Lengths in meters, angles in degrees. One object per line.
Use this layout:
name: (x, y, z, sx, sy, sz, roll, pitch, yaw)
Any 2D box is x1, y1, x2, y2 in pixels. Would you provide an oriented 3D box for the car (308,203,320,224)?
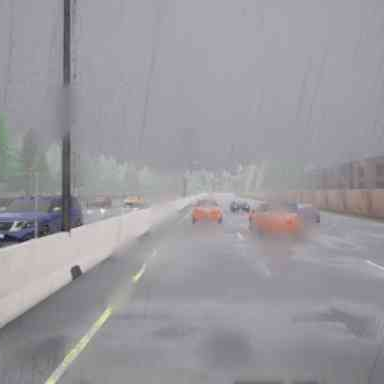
car: (8.161, 1.523, 25.067, 1.812, 1.442, 4.674, 0, 0, 2)

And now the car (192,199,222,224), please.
car: (1.136, 1.319, 24.617, 2.097, 1.767, 4.553, 0, 0, 3)

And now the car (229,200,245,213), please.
car: (5.214, 1.566, 37.100, 1.895, 1.301, 4.718, 0, 0, 2)

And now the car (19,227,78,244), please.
car: (-6.537, 1.171, 14.295, 2.150, 2.045, 5.566, 0, 0, 3)

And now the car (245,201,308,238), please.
car: (4.347, 1.343, 17.910, 2.097, 1.767, 4.553, 0, 0, 3)

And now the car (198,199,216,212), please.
car: (1.797, 1.512, 39.195, 1.994, 1.385, 4.181, 0, 0, 3)
